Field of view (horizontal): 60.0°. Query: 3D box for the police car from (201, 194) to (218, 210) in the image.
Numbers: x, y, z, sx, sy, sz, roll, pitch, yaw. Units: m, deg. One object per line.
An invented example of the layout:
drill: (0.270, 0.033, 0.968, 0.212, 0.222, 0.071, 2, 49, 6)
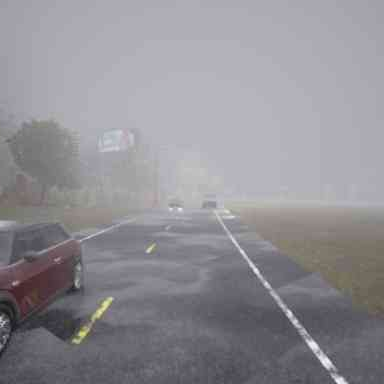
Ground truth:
police car: (2.253, 1.373, 42.832, 1.930, 1.638, 5.238, 0, 0, 3)

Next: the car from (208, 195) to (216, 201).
car: (5.567, 1.578, 93.354, 1.882, 1.535, 5.008, 0, 0, 7)

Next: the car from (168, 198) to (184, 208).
car: (-2.139, 1.502, 46.969, 2.033, 1.411, 5.357, 0, 0, 4)

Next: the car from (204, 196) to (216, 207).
car: (2.857, 1.447, 52.670, 1.882, 1.535, 5.008, 0, 0, 4)

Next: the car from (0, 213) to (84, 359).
car: (-3.545, 1.341, 5.769, 2.097, 1.767, 4.553, 0, 0, 1)

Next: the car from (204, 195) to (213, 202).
car: (3.838, 1.481, 77.565, 1.812, 1.442, 4.674, 0, 0, 6)
